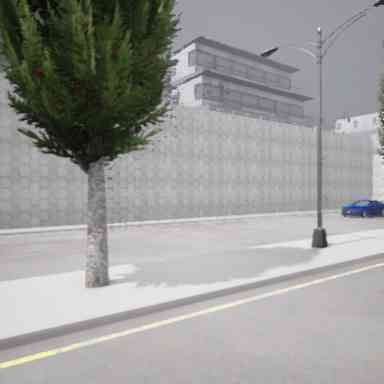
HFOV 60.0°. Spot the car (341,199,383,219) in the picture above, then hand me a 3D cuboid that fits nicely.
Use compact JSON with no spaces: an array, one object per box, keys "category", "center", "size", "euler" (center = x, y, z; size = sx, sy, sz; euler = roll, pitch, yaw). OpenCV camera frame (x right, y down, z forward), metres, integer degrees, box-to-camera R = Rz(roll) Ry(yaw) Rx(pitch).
[{"category":"car","center":[14.875,1.386,28.696],"size":[5.008,1.535,1.882],"euler":[0,0,-35]}]
